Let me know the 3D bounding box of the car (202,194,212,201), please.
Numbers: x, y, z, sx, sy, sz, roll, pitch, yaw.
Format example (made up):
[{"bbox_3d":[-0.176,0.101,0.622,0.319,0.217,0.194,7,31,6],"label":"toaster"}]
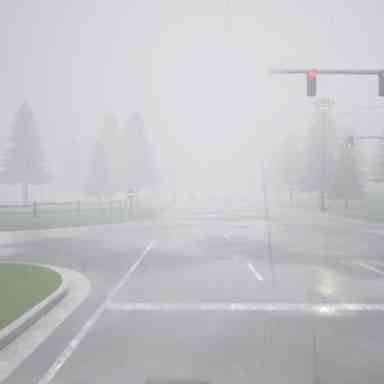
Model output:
[{"bbox_3d":[3.628,1.296,81.147,2.128,1.511,4.902,0,0,0],"label":"car"}]

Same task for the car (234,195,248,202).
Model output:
[{"bbox_3d":[10.612,1.478,70.716,2.033,1.411,5.357,0,0,0],"label":"car"}]

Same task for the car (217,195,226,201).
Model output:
[{"bbox_3d":[7.128,1.366,81.172,1.895,1.301,4.718,0,0,0],"label":"car"}]

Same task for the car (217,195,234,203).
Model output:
[{"bbox_3d":[7.112,1.463,70.722,2.128,1.511,4.902,0,0,0],"label":"car"}]

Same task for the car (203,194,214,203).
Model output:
[{"bbox_3d":[3.612,1.416,70.727,1.882,1.535,5.008,0,0,0],"label":"car"}]

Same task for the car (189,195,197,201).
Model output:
[{"bbox_3d":[0.128,1.366,81.183,1.895,1.301,4.718,0,0,0],"label":"car"}]

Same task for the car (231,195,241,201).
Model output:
[{"bbox_3d":[10.628,1.366,81.166,1.895,1.301,4.718,0,0,0],"label":"car"}]

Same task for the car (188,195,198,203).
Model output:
[{"bbox_3d":[0.112,1.464,70.733,2.128,1.511,4.902,0,0,0],"label":"car"}]
